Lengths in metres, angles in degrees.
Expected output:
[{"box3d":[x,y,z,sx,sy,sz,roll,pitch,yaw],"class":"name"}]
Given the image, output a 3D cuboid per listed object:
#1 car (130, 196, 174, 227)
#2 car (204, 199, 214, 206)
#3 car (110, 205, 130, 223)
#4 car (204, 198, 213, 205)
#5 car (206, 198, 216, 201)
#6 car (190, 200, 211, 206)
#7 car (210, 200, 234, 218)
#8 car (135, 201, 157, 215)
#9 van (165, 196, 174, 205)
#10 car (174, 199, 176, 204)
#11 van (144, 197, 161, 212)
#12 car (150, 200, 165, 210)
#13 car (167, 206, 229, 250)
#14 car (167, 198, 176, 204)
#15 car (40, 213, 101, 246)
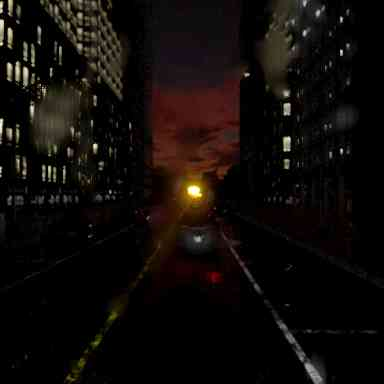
[{"box3d":[-2.816,1.383,24.640,2.150,2.045,5.566,0,0,1],"class":"car"},{"box3d":[3.461,2.043,66.782,1.802,1.307,4.206,0,0,1],"class":"car"},{"box3d":[-5.387,1.719,27.054,2.008,1.369,4.403,0,0,1],"class":"car"},{"box3d":[3.530,2.023,72.644,1.752,1.417,4.829,0,0,1],"class":"car"},{"box3d":[3.328,1.828,55.399,1.967,1.590,4.097,0,0,1],"class":"car"},{"box3d":[0.454,1.785,31.637,1.994,1.385,4.181,0,0,1],"class":"car"},{"box3d":[3.059,1.803,32.634,1.947,1.339,4.313,0,0,1],"class":"car"},{"box3d":[-5.253,1.790,38.437,1.887,1.381,4.507,0,0,1],"class":"car"},{"box3d":[-4.850,1.807,72.589,1.690,1.788,3.998,1,0,1],"class":"van"},{"box3d":[-4.918,1.871,66.896,1.967,1.590,4.097,1,0,1],"class":"car"},{"box3d":[-5.185,1.625,44.131,1.690,1.788,3.998,0,0,1],"class":"van"},{"box3d":[-5.120,1.903,49.821,1.802,1.307,4.206,0,0,1],"class":"car"},{"box3d":[0.258,1.598,14.889,2.128,1.511,4.902,0,0,1],"class":"car"},{"box3d":[-4.785,2.068,78.279,1.947,1.339,4.313,1,0,1],"class":"car"},{"box3d":[-5.521,1.672,15.669,1.802,1.307,4.206,0,0,1],"class":"car"}]
